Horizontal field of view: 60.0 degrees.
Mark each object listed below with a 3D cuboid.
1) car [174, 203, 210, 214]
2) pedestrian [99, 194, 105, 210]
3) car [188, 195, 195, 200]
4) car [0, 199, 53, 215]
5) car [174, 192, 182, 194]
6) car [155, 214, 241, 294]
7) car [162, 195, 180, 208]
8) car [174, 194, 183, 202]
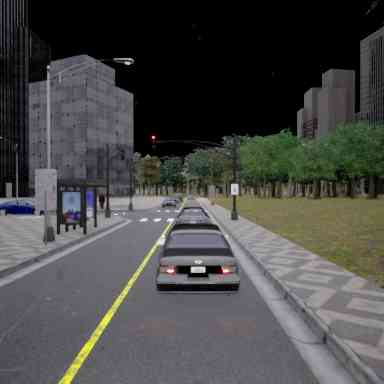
[{"bbox_3d":[0.071,1.554,19.195,1.994,1.385,4.181,0,0,0],"label":"car"},{"bbox_3d":[-10.108,1.050,37.262,0.375,1.860,0.375,0,0,1],"label":"pedestrian"},{"bbox_3d":[-0.153,1.468,86.392,1.895,1.301,4.718,0,0,0],"label":"car"},{"bbox_3d":[-15.658,1.426,31.157,5.008,1.535,1.882,0,1,0],"label":"car"},{"bbox_3d":[-3.099,1.124,74.258,2.150,2.045,5.566,0,0,0],"label":"car"},{"bbox_3d":[0.094,1.544,8.916,2.033,1.411,5.357,0,0,-1],"label":"car"},{"bbox_3d":[-3.129,1.515,46.861,1.994,1.385,4.181,0,0,0],"label":"car"},{"bbox_3d":[-3.123,1.494,59.017,1.994,1.385,4.181,0,0,0],"label":"car"}]
